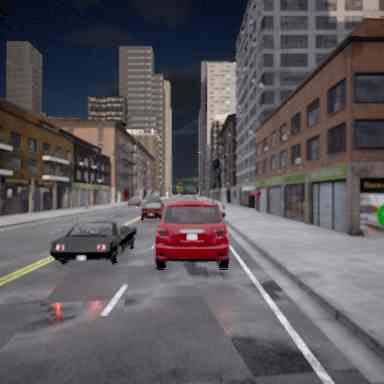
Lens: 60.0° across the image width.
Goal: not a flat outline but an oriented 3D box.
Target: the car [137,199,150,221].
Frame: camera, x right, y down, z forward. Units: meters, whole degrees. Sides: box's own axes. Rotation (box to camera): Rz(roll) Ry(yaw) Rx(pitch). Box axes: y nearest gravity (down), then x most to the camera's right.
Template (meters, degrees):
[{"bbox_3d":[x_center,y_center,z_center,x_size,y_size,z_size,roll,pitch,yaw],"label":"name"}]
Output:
[{"bbox_3d":[-3.205,1.622,28.782,1.882,1.535,5.008,0,0,0],"label":"car"}]

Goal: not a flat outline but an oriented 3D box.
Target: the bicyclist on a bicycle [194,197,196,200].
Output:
[{"bbox_3d":[0.873,1.931,93.194,0.659,1.776,1.843,0,0,0],"label":"bicyclist on a bicycle"}]

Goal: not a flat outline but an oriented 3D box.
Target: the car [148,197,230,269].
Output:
[{"bbox_3d":[0.026,1.281,11.458,2.150,2.045,5.566,0,0,0],"label":"car"}]

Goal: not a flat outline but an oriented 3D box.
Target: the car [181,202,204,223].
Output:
[{"bbox_3d":[0.042,1.668,28.347,1.812,1.442,4.674,0,0,1],"label":"car"}]

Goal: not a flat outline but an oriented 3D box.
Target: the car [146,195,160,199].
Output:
[{"bbox_3d":[-6.573,1.536,56.900,2.150,2.045,5.566,0,0,1],"label":"car"}]

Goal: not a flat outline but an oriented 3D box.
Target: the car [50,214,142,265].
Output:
[{"bbox_3d":[-3.218,1.661,11.972,1.895,1.301,4.718,0,0,1],"label":"car"}]

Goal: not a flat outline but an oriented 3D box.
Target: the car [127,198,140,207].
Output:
[{"bbox_3d":[-9.821,1.819,56.953,1.837,1.490,4.892,0,0,0],"label":"car"}]
